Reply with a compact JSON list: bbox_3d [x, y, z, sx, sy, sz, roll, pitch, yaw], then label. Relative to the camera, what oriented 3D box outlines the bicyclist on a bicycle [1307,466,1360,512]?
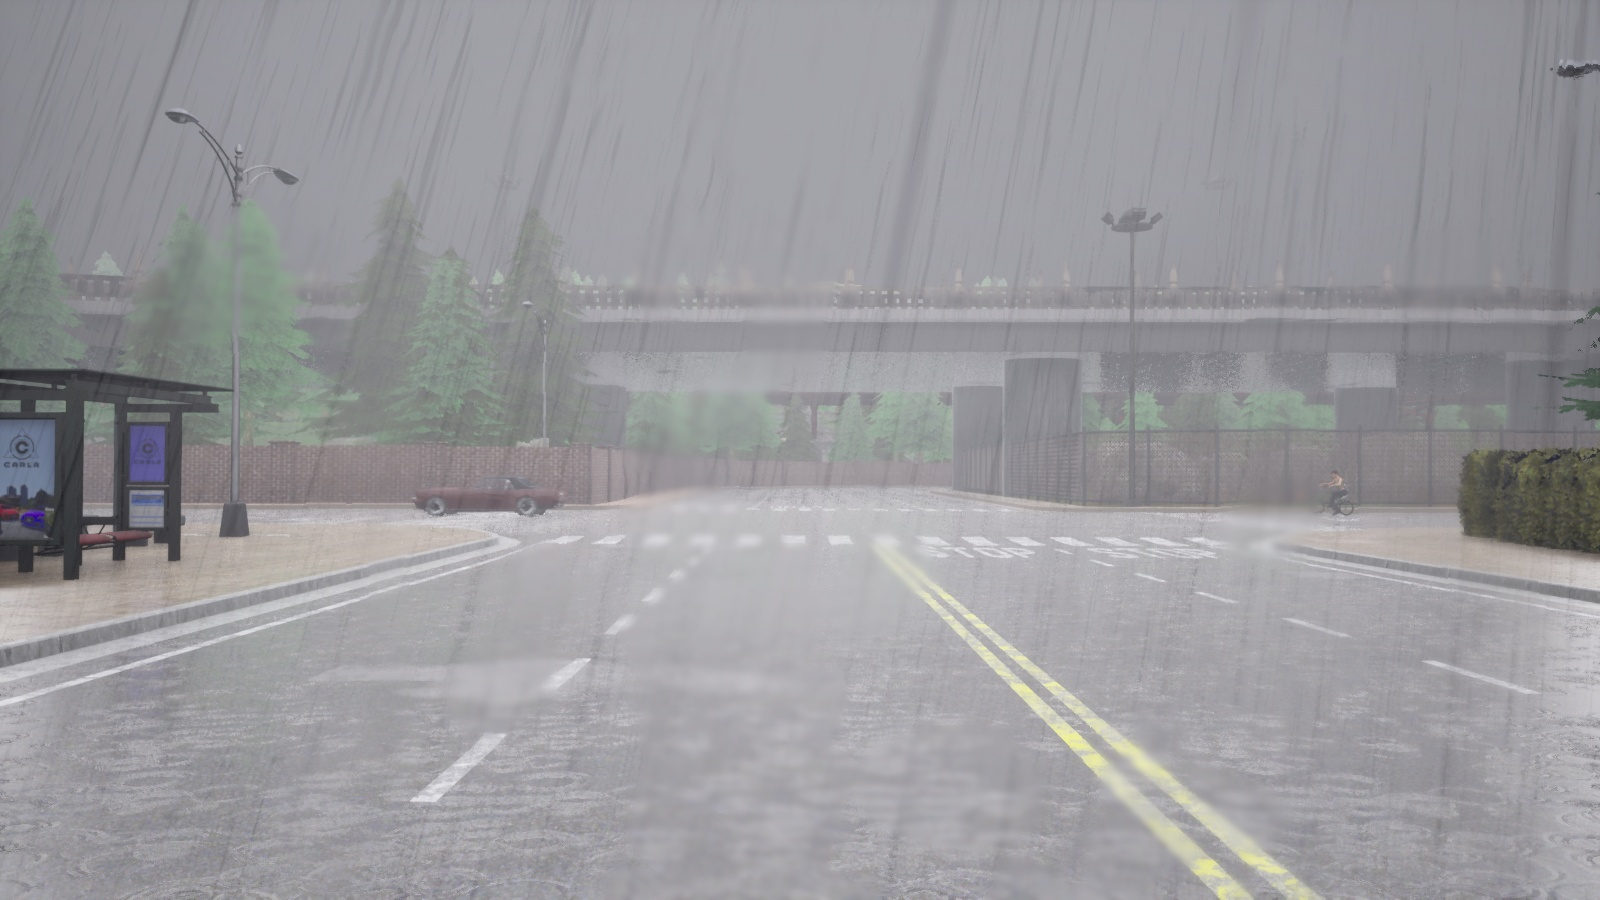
[{"bbox_3d":[18.848,1.364,44.405,1.509,1.612,0.866,0,-1,0],"label":"bicyclist on a bicycle"}]

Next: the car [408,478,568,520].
[{"bbox_3d":[-10.078,1.583,40.786,4.718,1.301,1.895,0,-1,0],"label":"car"}]
